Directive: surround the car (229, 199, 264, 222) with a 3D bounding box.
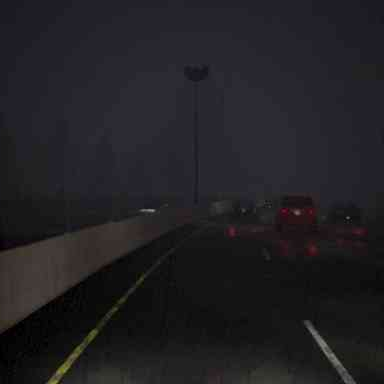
[{"bbox_3d":[4.203,1.329,25.884,2.097,1.767,4.553,0,0,14],"label":"car"}]

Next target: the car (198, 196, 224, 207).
[{"bbox_3d":[2.967,1.418,50.414,1.882,1.535,5.008,0,0,30],"label":"car"}]

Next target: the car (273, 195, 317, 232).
[{"bbox_3d":[6.241,1.211,20.318,2.150,2.045,5.566,0,0,13],"label":"car"}]

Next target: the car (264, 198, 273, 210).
[{"bbox_3d":[10.130,1.479,41.062,1.837,1.490,4.892,0,1,25],"label":"car"}]

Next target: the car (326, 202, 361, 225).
[{"bbox_3d":[10.985,1.489,24.280,2.128,1.511,4.902,0,0,16],"label":"car"}]
